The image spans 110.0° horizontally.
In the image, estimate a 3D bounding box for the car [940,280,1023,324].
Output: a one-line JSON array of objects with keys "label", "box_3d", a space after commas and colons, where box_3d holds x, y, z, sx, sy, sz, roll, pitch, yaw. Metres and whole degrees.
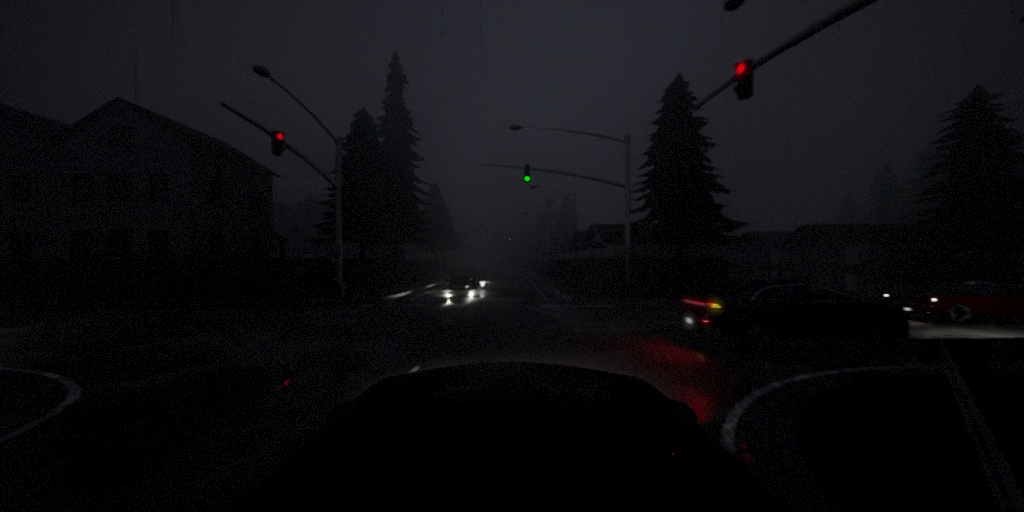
[{"label": "car", "box_3d": [15.337, 1.452, 11.907, 4.718, 1.301, 1.895, 0, -1, 1]}]

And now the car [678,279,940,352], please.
[{"label": "car", "box_3d": [6.592, 1.309, 8.594, 4.902, 1.511, 2.128, 0, -1, -3]}]

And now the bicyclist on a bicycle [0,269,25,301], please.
[{"label": "bicyclist on a bicycle", "box_3d": [-22.914, 1.248, 16.037, 0.582, 1.620, 1.656, 0, 0, 0]}]

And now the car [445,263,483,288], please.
[{"label": "car", "box_3d": [-3.554, 1.565, 27.383, 1.882, 1.535, 5.008, 0, -1, 0]}]

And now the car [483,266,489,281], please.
[{"label": "car", "box_3d": [-3.537, 1.739, 37.079, 1.812, 1.442, 4.674, 0, -1, 0]}]
